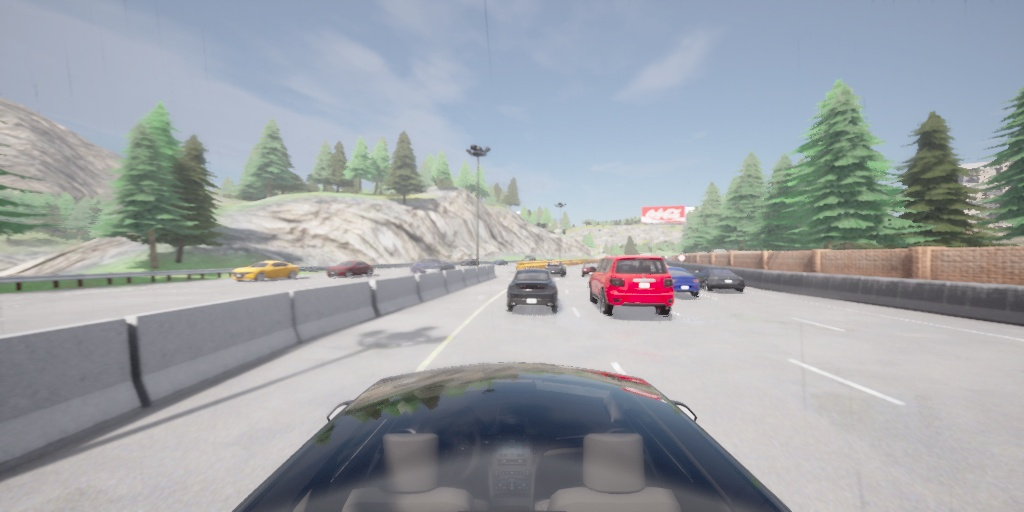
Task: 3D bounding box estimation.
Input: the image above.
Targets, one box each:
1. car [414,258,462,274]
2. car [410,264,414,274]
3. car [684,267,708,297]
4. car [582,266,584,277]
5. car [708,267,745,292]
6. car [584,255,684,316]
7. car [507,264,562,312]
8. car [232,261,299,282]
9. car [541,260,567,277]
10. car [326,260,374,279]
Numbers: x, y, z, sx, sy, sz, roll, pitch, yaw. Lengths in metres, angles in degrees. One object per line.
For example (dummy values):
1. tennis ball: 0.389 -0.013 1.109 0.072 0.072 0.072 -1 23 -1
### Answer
1. car: -6.936 1.202 34.177 2.128 1.511 4.902 0 0 12
2. car: -9.306 1.049 39.556 2.097 1.767 4.553 0 0 14
3. car: 8.434 1.318 19.163 1.812 1.442 4.674 0 0 7
4. car: 8.150 1.390 36.639 1.895 1.301 4.718 0 0 14
5. car: 12.366 1.377 21.971 1.994 1.385 4.181 0 0 8
6. car: 4.291 0.993 13.683 2.150 2.045 5.566 0 0 5
7. car: 0.867 1.258 14.414 1.837 1.490 4.892 0 0 5
8. car: -18.802 1.127 27.634 1.882 1.535 5.008 0 0 9
9. car: 4.395 1.262 35.887 2.128 1.511 4.902 0 0 13
10. car: -14.454 1.149 32.251 1.882 1.535 5.008 0 0 11
